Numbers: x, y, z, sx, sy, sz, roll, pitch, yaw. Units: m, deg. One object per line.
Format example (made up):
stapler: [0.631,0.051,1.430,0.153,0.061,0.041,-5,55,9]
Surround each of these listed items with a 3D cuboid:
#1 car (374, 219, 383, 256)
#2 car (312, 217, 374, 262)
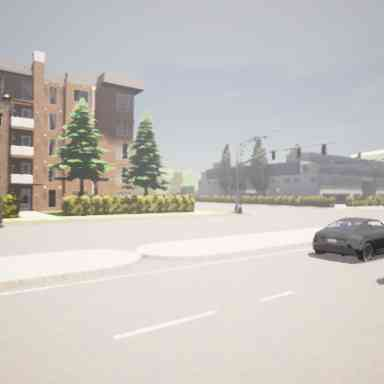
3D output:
car: [7.134,1.450,8.890,4.553,1.767,2.097,1,0,-36]
car: [6.486,1.677,12.754,4.181,1.385,1.994,1,0,-36]
